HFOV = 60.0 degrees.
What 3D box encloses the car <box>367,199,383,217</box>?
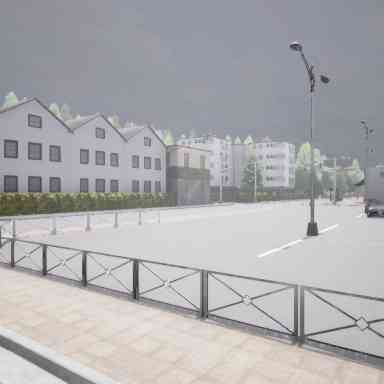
[{"bbox_3d":[15.406,1.298,26.817,2.007,1.523,4.514,0,0,35],"label":"car"}]
